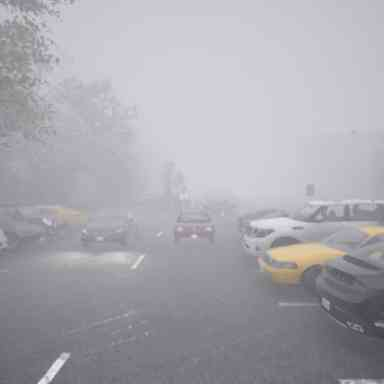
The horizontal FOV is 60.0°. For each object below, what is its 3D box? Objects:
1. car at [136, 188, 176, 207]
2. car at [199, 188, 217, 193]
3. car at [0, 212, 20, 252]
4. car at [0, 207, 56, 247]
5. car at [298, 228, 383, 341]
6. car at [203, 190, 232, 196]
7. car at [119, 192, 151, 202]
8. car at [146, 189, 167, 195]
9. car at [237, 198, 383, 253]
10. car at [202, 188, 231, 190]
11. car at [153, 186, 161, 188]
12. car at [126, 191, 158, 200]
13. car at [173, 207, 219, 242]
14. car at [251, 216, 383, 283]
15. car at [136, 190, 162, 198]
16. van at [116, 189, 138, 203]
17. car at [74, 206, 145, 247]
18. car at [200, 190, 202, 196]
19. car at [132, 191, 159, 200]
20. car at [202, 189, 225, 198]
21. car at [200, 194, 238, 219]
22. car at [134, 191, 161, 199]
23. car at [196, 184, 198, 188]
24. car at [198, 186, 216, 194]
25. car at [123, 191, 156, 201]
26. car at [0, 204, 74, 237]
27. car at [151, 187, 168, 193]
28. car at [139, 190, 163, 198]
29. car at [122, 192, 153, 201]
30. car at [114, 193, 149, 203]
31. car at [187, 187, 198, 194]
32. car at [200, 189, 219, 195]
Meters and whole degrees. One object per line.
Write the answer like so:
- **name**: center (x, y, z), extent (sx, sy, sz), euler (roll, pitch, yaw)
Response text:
- **car**: center (-3.648, 0.838, 38.079), extent (4.553, 1.767, 2.097), euler (1, 4, -1)
- **car**: center (4.335, -0.404, 90.744), extent (4.792, 1.488, 2.163), euler (0, 3, 0)
- **car**: center (-8.538, 1.541, 10.822), extent (4.674, 1.452, 2.002), euler (0, 0, 0)
- **car**: center (-8.511, 1.536, 13.592), extent (4.792, 1.488, 2.163), euler (0, 0, 0)
- **car**: center (4.533, 1.492, 5.258), extent (4.892, 1.521, 2.231), euler (0, 0, 0)
- **car**: center (4.302, 0.813, 46.173), extent (4.792, 1.488, 2.163), euler (0, 0, 0)
- **car**: center (-8.806, 0.793, 51.559), extent (4.674, 1.452, 2.002), euler (0, 0, 0)
- **car**: center (-8.786, -0.028, 82.226), extent (5.008, 1.535, 2.097), euler (0, 2, 0)
- **car**: center (4.511, 1.250, 10.811), extent (5.566, 2.045, 2.435), euler (0, 0, 0)
- **car**: center (4.246, 0.627, 51.742), extent (4.553, 1.767, 2.185), euler (0, 0, 0)
- **car**: center (-8.597, 0.086, 79.439), extent (5.366, 1.575, 1.946), euler (0, 2, 0)
- **car**: center (-8.982, 0.652, 60.058), extent (5.366, 1.575, 1.946), euler (0, 1, 0)
- **car**: center (0.101, 1.633, 16.602), extent (1.895, 1.301, 4.718), euler (0, 0, 0)
- **car**: center (4.354, 1.493, 8.034), extent (5.366, 1.575, 1.946), euler (0, 0, 0)
- **car**: center (-8.785, 0.468, 68.293), extent (5.008, 1.535, 2.097), euler (0, 2, 0)
- **van**: center (-8.680, 0.559, 46.099), extent (4.442, 1.987, 1.878), euler (1, 0, 0)
- **car**: center (-3.563, 1.555, 15.246), extent (1.812, 1.442, 4.674), euler (0, 0, 0)
- **car**: center (4.284, 0.730, 54.522), extent (5.008, 1.535, 2.097), euler (0, 1, 0)
- **car**: center (-8.765, 0.635, 62.714), extent (4.792, 1.488, 2.163), euler (0, 1, 0)
- **car**: center (4.321, 0.339, 68.461), extent (4.553, 1.767, 2.185), euler (0, 2, 0)
- **car**: center (2.371, 1.308, 28.221), extent (1.837, 1.490, 4.892), euler (2, 4, 30)
- **car**: center (-8.787, 0.541, 65.503), extent (5.008, 1.535, 2.097), euler (0, 1, 0)
- **car**: center (-0.237, -0.532, 86.539), extent (2.097, 1.767, 4.553), euler (0, 3, 0)
- **car**: center (4.253, 0.446, 57.313), extent (5.566, 2.045, 2.435), euler (0, 1, 0)
- **car**: center (-8.984, 0.694, 57.262), extent (5.366, 1.575, 1.946), euler (0, 1, 0)
- **car**: center (-8.572, 1.386, 16.238), extent (4.553, 1.767, 2.185), euler (0, 0, 0)
- **car**: center (-8.805, -0.551, 90.581), extent (4.553, 1.767, 2.185), euler (0, 3, 0)
- **car**: center (-8.782, 0.383, 71.209), extent (4.892, 1.521, 2.231), euler (0, 2, 0)
- **car**: center (-8.830, 0.759, 54.471), extent (4.792, 1.488, 2.163), euler (0, 0, 0)
- **car**: center (-8.808, 0.808, 48.774), extent (4.674, 1.452, 2.002), euler (0, 0, 0)
- **car**: center (-0.248, 0.247, 71.593), extent (2.033, 1.411, 5.357), euler (0, 2, 0)
- **car**: center (4.297, 0.006, 82.388), extent (4.674, 1.452, 2.002), euler (0, 3, 0)
